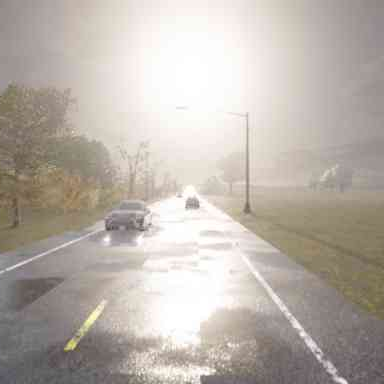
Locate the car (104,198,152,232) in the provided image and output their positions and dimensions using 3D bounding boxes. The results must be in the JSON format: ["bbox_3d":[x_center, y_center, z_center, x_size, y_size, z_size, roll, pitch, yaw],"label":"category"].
[{"bbox_3d":[-3.617,1.282,19.502,2.097,1.767,4.553,0,0,0],"label":"car"}]

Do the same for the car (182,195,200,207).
[{"bbox_3d":[0.052,1.387,46.609,1.994,1.385,4.181,0,0,0],"label":"car"}]

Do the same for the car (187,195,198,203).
[{"bbox_3d":[0.032,1.302,63.552,2.033,1.411,5.357,0,0,0],"label":"car"}]
